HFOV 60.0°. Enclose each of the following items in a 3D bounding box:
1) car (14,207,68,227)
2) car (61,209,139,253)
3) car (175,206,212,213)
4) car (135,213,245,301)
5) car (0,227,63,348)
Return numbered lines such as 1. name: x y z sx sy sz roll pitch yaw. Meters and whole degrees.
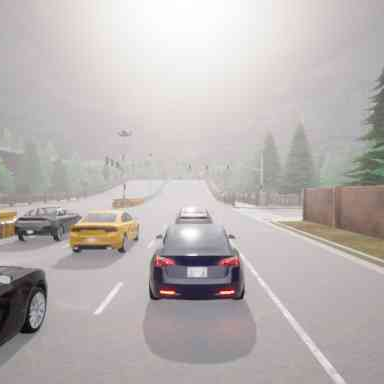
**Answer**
1. car: -6.909 1.491 16.599 2.128 1.511 4.902 0 0 0
2. car: -3.407 1.478 13.754 1.882 1.535 5.008 0 0 0
3. car: 0.090 1.491 17.491 2.128 1.511 4.902 0 0 0
4. car: 0.096 1.503 8.400 2.163 1.488 4.792 0 0 0
5. car: -3.400 1.478 3.737 1.882 1.535 5.008 0 0 0
